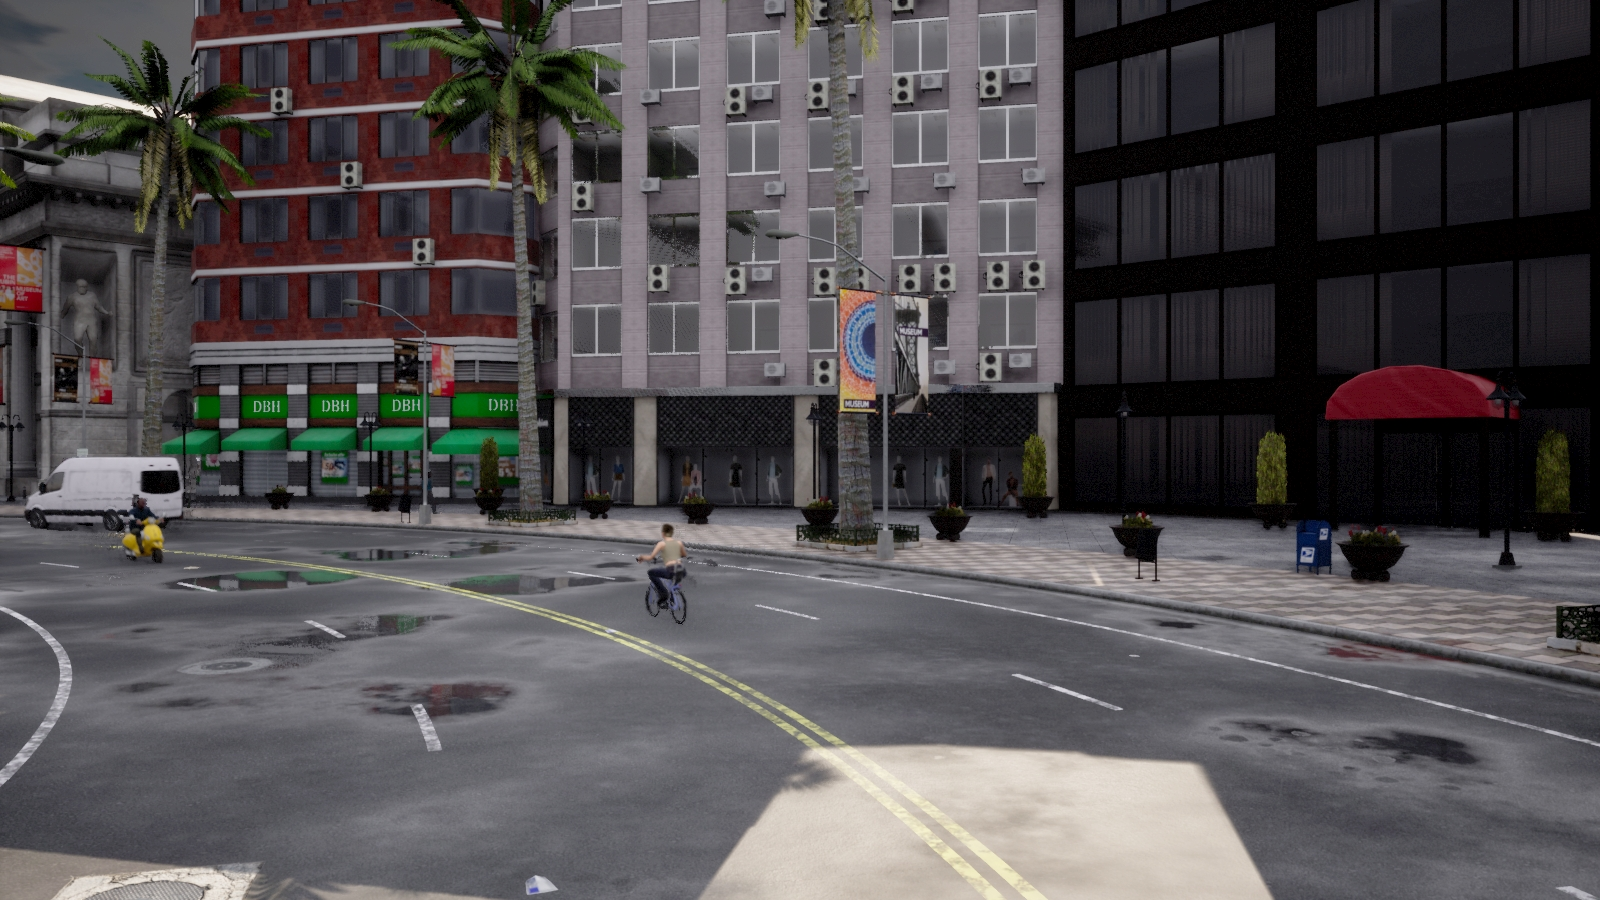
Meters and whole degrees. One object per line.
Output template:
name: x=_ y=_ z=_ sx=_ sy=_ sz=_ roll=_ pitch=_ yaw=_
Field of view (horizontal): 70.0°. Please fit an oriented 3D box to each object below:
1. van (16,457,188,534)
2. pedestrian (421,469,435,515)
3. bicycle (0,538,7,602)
van: x=-24.685 y=1.534 z=40.395 sx=5.915 sy=2.561 sz=1.988 roll=0 pitch=0 yaw=21
pedestrian: x=-15.022 y=1.697 z=46.112 sx=0.375 sy=1.860 sz=0.375 roll=0 pitch=0 yaw=27
bicycle: x=-15.462 y=2.256 z=21.472 sx=0.859 sy=1.080 sz=1.487 roll=-1 pitch=0 yaw=-32
